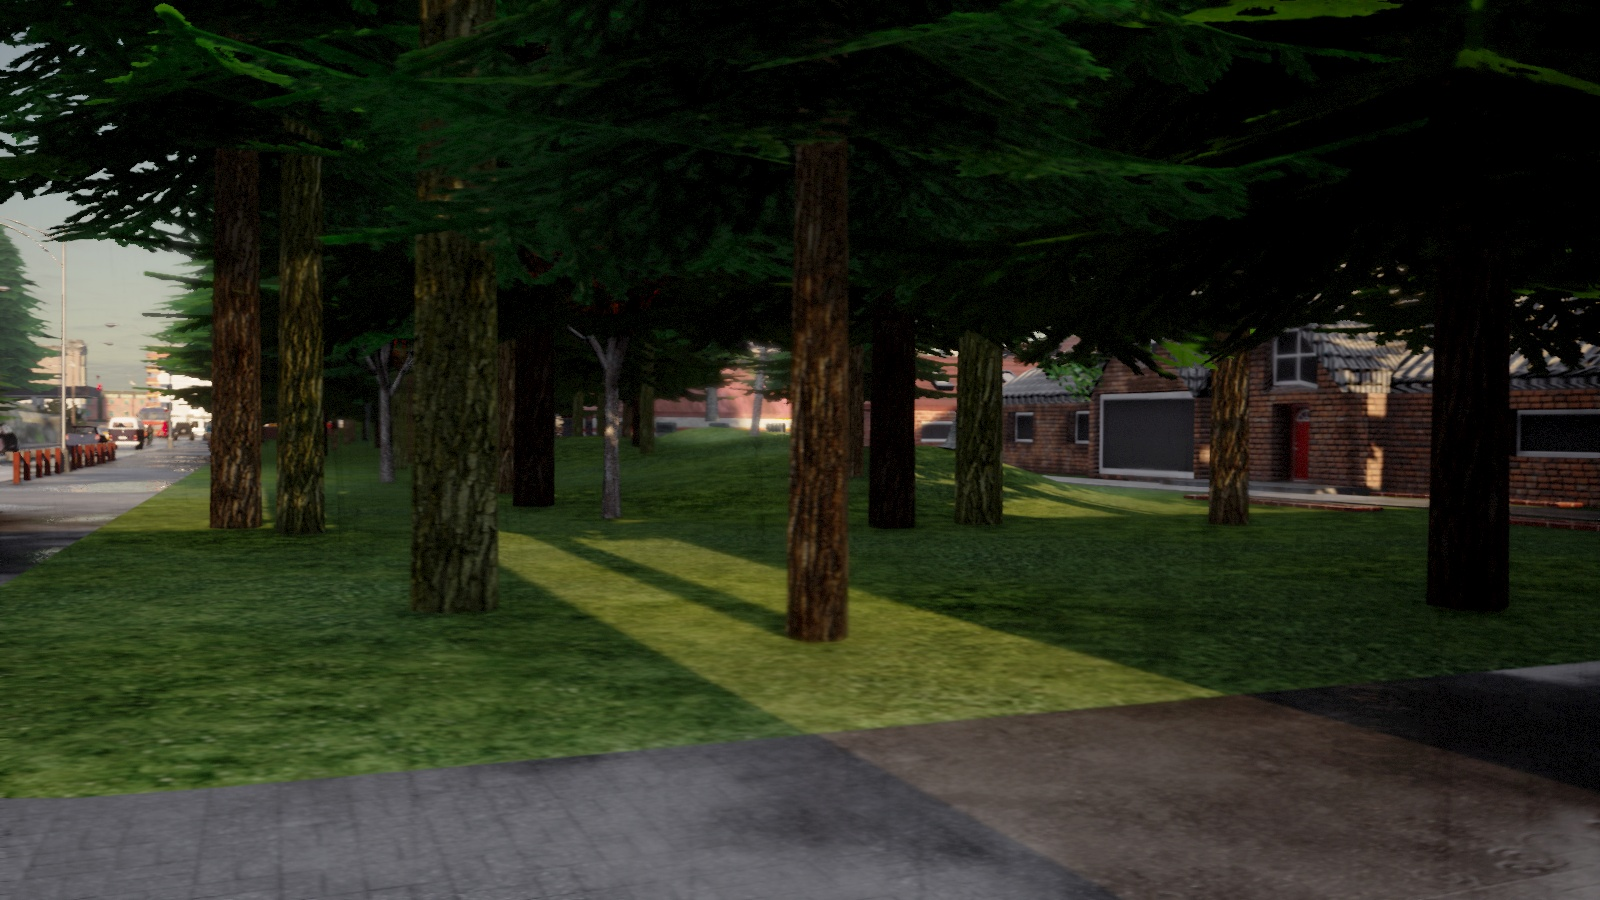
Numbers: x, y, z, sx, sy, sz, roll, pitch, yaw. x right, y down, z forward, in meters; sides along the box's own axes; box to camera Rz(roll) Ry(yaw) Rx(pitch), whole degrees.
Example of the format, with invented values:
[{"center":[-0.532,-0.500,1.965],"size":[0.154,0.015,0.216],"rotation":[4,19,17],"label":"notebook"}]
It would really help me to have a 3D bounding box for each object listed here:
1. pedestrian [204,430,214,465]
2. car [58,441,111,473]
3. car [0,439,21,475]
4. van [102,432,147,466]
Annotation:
[{"center":[-32.920,-0.120,69.948],"size":[0.396,1.930,0.692],"rotation":[-1,1,-18],"label":"pedestrian"},{"center":[-35.103,0.334,61.683],"size":[1.845,1.501,3.633],"rotation":[-1,1,-23],"label":"car"},{"center":[-38.476,0.328,59.387],"size":[2.033,1.649,4.856],"rotation":[-1,1,-23],"label":"car"},{"center":[-42.313,-0.118,78.728],"size":[2.069,2.038,4.480],"rotation":[-1,1,-23],"label":"van"}]
